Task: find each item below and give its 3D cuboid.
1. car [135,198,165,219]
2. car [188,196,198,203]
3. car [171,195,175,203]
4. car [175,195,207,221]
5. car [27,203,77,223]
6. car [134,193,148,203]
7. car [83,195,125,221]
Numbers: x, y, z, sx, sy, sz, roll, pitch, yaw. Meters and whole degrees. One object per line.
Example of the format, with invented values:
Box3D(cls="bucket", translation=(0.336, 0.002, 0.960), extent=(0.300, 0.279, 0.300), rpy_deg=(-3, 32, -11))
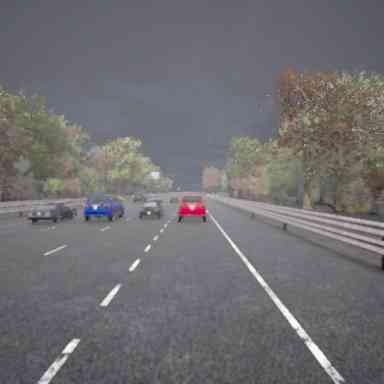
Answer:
Box3D(cls="car", translation=(-3.452, 1.510, 29.100), extent=(1.812, 1.442, 4.674), rpy_deg=(0, 0, 0))
Box3D(cls="car", translation=(0.174, 1.537, 67.857), extent=(1.994, 1.385, 4.181), rpy_deg=(0, 0, 1))
Box3D(cls="car", translation=(-3.324, 1.477, 68.007), extent=(1.837, 1.490, 4.892), rpy_deg=(0, 0, 1))
Box3D(cls="car", translation=(0.033, 1.210, 26.834), extent=(2.150, 2.045, 5.566), rpy_deg=(0, 0, 1))
Box3D(cls="car", translation=(-10.482, 1.534, 25.300), extent=(2.033, 1.411, 5.357), rpy_deg=(0, 0, 0))
Box3D(cls="car", translation=(-10.341, 1.194, 67.465), extent=(2.150, 2.045, 5.566), rpy_deg=(0, 0, 1))
Box3D(cls="car", translation=(-6.968, 1.209, 26.762), extent=(2.150, 2.045, 5.566), rpy_deg=(0, 0, 1))
